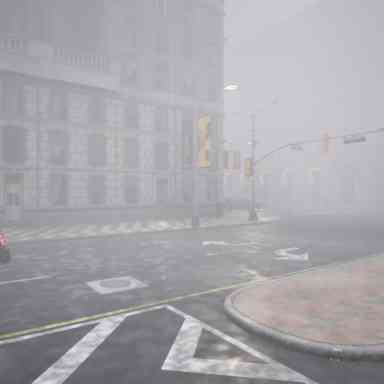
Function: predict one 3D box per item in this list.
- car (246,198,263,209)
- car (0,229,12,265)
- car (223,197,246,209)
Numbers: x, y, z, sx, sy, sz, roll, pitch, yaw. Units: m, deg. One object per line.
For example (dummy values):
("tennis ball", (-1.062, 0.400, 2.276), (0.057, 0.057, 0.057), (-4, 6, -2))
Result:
("car", (7.392, 1.547, 46.352), (2.033, 1.411, 5.357), (0, 0, -36))
("car", (-7.317, 1.352, 8.608), (4.553, 1.767, 2.097), (0, 0, -35))
("car", (4.518, 1.505, 44.363), (1.837, 1.490, 4.892), (0, 0, -36))
